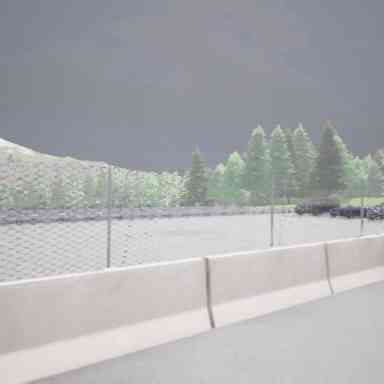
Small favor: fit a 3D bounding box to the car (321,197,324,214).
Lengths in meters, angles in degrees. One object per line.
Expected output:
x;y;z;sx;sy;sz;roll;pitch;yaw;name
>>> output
13.020;1.483;34.127;5.566;2.045;2.150;1;0;-35;car
